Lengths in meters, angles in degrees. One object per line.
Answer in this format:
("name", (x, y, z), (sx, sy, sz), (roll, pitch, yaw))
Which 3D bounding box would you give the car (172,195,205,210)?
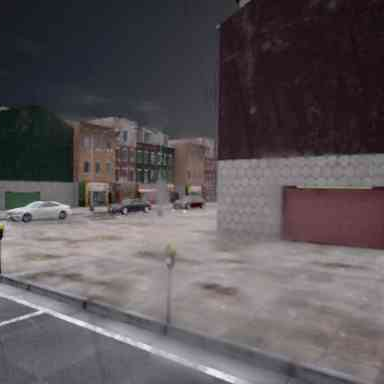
("car", (-0.363, 1.198, 40.502), (2.097, 1.767, 4.553), (1, 1, 36))

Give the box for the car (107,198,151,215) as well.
("car", (-6.058, 1.349, 32.539), (1.837, 1.490, 4.892), (1, 1, 36))

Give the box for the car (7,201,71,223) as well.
("car", (-11.390, 1.407, 25.075), (1.812, 1.442, 4.674), (1, 1, 34))
